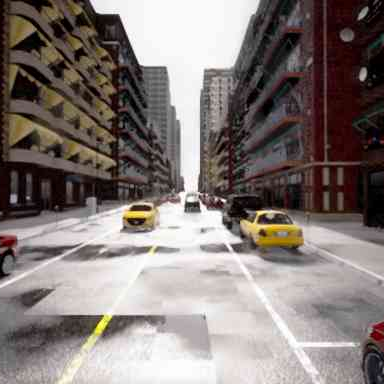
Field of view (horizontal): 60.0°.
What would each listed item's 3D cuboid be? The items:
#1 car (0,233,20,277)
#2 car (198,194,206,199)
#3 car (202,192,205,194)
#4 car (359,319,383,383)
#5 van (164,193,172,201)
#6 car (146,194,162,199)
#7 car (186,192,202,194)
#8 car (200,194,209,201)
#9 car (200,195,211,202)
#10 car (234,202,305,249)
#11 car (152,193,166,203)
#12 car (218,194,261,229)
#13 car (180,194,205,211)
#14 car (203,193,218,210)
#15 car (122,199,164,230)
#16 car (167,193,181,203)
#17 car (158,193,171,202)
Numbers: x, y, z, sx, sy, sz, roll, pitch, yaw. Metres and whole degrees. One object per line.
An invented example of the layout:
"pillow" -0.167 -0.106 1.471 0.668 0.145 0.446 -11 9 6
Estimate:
"car" -5.680 1.522 7.493 1.887 1.381 4.507 1 0 0
"car" 2.674 1.243 90.656 1.887 1.381 4.507 1 0 0
"car" 2.689 1.130 57.413 2.192 1.841 5.009 1 0 0
"car" 2.702 1.576 2.007 1.802 1.307 4.206 1 0 0
"van" -5.699 1.079 79.519 1.690 1.788 3.998 1 0 0
"car" -5.692 1.404 46.278 2.008 1.369 4.403 1 0 0
"car" 0.001 1.061 50.432 2.150 2.045 5.566 0 0 1
"car" 2.680 1.282 74.205 1.752 1.417 4.829 1 0 0
"car" 2.681 1.328 68.494 2.008 1.369 4.403 1 0 0
"car" 3.144 1.414 14.149 1.801 1.575 5.366 0 0 0
"car" -5.689 1.150 51.817 2.192 1.841 5.009 1 0 0
"car" 3.099 1.163 20.989 2.150 2.045 5.566 0 0 0
"car" 0.056 1.371 38.513 2.128 1.511 4.902 0 0 0
"car" 2.692 1.312 40.792 1.967 1.590 4.097 1 0 0
"car" -3.105 1.412 21.003 1.882 1.535 5.008 0 0 0
"car" -3.049 1.151 62.152 2.097 1.767 4.553 0 0 1
"car" -5.695 1.092 68.438 2.192 1.841 5.009 1 0 0
